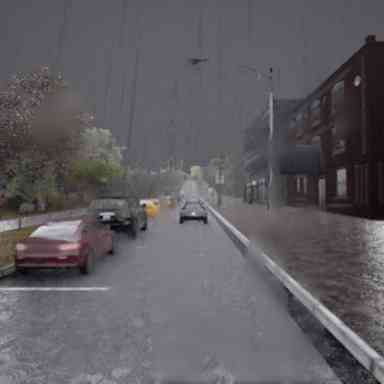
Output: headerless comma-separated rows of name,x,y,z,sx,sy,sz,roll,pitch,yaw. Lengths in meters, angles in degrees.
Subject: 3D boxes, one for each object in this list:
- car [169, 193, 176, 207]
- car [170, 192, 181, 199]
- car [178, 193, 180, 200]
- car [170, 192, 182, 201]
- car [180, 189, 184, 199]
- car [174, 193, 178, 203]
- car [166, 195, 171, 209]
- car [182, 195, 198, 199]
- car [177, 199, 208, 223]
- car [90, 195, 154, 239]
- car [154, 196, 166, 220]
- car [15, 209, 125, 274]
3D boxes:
car,-3.638,1.308,42.747,1.946,1.575,5.366,0,0,2
car,-3.644,1.239,60.226,2.097,1.535,5.008,0,0,2
car,-3.644,1.281,54.685,2.231,1.521,4.892,0,0,2
car,-3.643,1.019,76.832,2.185,1.767,4.553,0,1,2
car,-3.642,0.927,69.178,2.435,2.045,5.566,0,0,2
car,-3.645,1.300,49.129,2.097,1.535,5.008,0,1,2
car,-3.647,1.349,32.494,2.097,1.535,5.008,0,0,2
car,0.106,1.363,41.148,2.033,1.411,5.357,0,0,0
car,0.103,1.445,24.419,1.994,1.385,4.181,0,0,0
car,-3.650,1.182,17.061,2.435,2.045,5.566,0,0,1
car,-3.648,1.359,26.946,2.097,1.535,5.008,0,0,2
car,-3.651,1.492,10.318,2.002,1.452,4.674,0,0,0
